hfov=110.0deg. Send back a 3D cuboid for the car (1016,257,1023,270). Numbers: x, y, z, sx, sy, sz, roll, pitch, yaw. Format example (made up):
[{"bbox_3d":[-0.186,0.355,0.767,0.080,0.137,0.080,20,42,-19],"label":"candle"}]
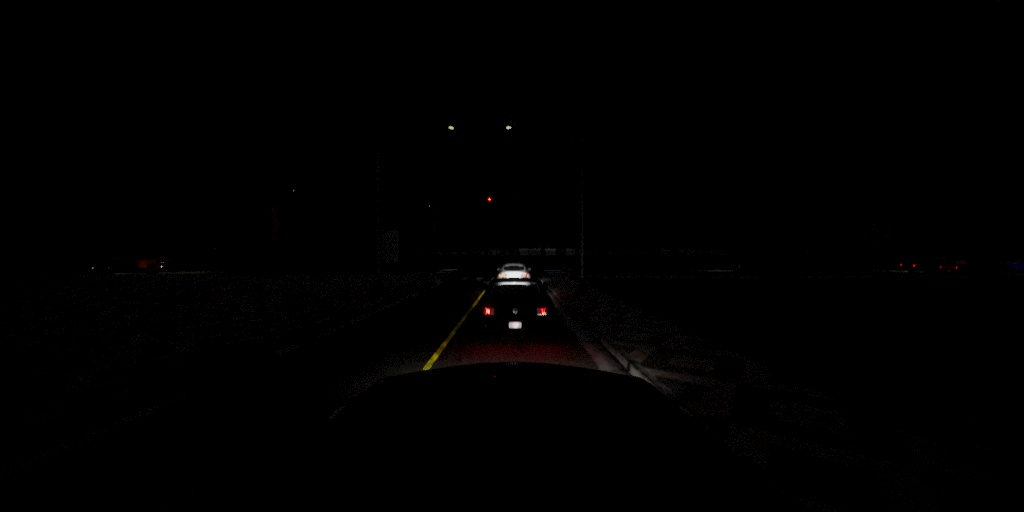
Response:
[{"bbox_3d":[52.283,0.902,36.024,5.008,1.535,1.882,0,1,1],"label":"car"}]

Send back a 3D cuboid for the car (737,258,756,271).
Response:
[{"bbox_3d":[27.556,0.867,39.586,4.902,1.511,2.128,0,1,1],"label":"car"}]

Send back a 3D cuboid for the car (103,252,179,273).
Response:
[{"bbox_3d":[-37.391,0.615,36.561,5.566,2.045,2.150,0,1,-1],"label":"car"}]

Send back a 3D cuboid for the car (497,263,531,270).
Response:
[{"bbox_3d":[0.118,1.097,20.371,1.812,1.442,4.674,0,1,1],"label":"car"}]

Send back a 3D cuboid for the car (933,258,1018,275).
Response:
[{"bbox_3d":[42.304,1.072,32.812,4.718,1.301,1.895,0,1,1],"label":"car"}]

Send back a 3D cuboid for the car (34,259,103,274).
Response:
[{"bbox_3d":[-40.710,0.983,33.256,5.357,1.411,2.033,0,1,-1],"label":"car"}]

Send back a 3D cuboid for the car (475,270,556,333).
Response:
[{"bbox_3d":[0.111,1.267,10.388,1.895,1.301,4.718,0,1,1],"label":"car"}]

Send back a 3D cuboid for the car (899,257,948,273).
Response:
[{"bbox_3d":[42.329,0.972,36.061,5.357,1.411,2.033,0,1,1],"label":"car"}]
